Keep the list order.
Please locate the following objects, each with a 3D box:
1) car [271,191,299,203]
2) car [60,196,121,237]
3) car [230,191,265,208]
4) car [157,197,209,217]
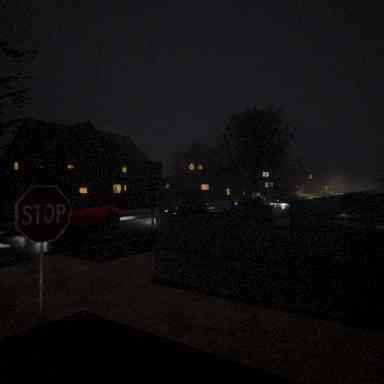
[{"bbox_3d":[11.438,0.531,40.513,2.033,1.411,5.357,1,2,36],"label":"car"},{"bbox_3d":[-5.767,1.031,16.362,2.097,1.767,4.553,1,2,35],"label":"car"},{"bbox_3d":[5.407,0.716,32.083,2.128,1.511,4.902,1,2,36],"label":"car"},{"bbox_3d":[-0.558,1.030,23.702,1.994,1.385,4.181,1,2,35],"label":"car"}]
